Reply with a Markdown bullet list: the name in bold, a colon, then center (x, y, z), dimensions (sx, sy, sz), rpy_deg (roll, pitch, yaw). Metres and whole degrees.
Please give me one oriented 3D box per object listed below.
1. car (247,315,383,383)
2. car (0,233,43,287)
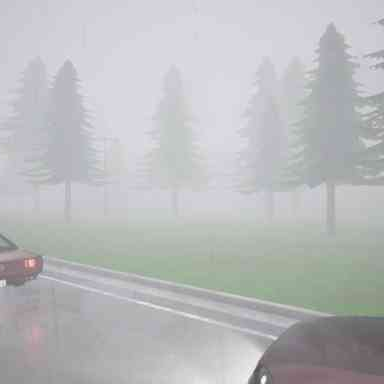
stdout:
- **car**: center (2.458, 1.564, 2.239), dimensions (4.181, 1.385, 1.994), rpy_deg (0, 0, 36)
- **car**: center (-5.751, 1.601, 8.085), dimensions (4.718, 1.301, 1.895), rpy_deg (0, 0, 35)
